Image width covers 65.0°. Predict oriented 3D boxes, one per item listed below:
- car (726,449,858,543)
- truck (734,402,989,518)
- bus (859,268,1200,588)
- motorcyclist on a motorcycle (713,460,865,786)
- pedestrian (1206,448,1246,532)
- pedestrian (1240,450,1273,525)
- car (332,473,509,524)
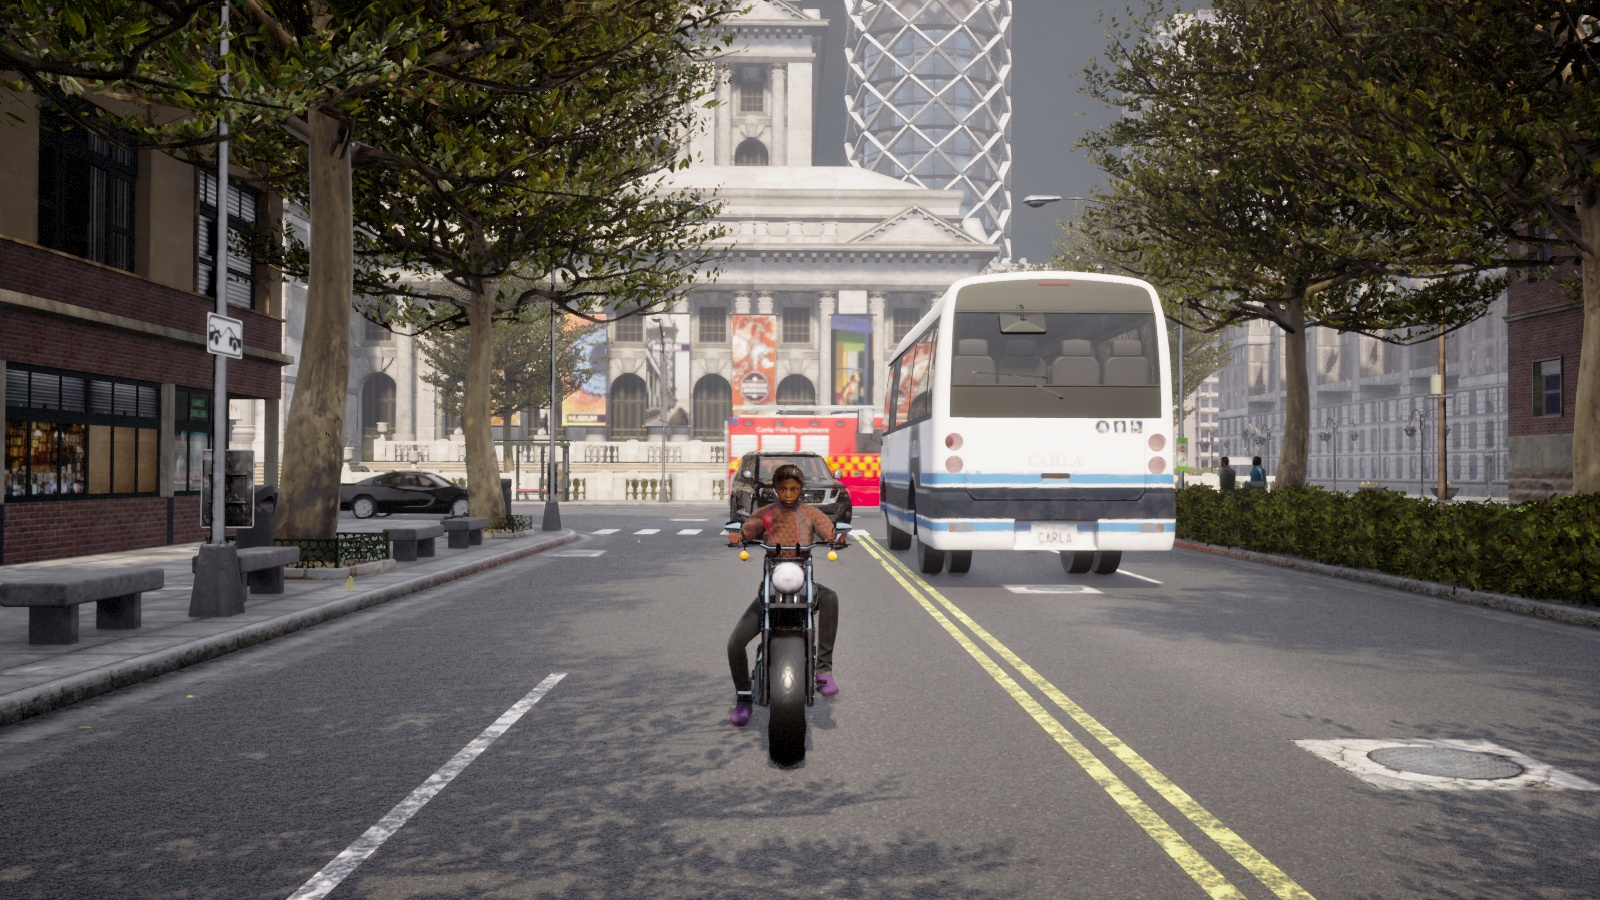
[{"bbox_3d":[-0.332,1.043,30.316,2.150,2.045,5.566,0,-1,-12],"label":"car"},{"bbox_3d":[2.054,0.366,43.215,8.468,3.827,2.891,0,-1,0],"label":"truck"},{"bbox_3d":[3.303,-0.209,21.872,3.944,4.253,10.273,0,-1,0],"label":"bus"},{"bbox_3d":[-0.065,0.892,7.543,0.766,1.649,2.350,0,-1,-1],"label":"motorcyclist on a motorcycle"},{"bbox_3d":[10.010,0.926,29.539,0.423,1.949,0.788,0,-1,-31],"label":"pedestrian"},{"bbox_3d":[11.855,0.971,32.639,0.692,1.930,0.396,0,-1,-7],"label":"pedestrian"},{"bbox_3d":[-11.917,1.504,39.650,5.008,1.535,1.882,0,-1,0],"label":"car"}]
